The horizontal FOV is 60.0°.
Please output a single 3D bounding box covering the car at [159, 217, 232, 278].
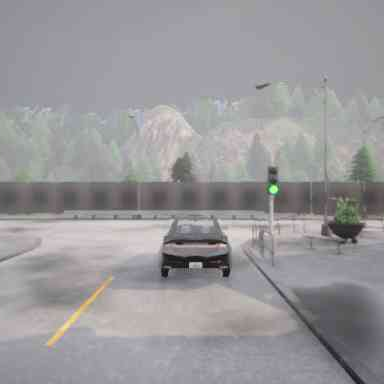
[{"bbox_3d":[0.113,1.495,10.189,2.128,1.511,4.902,0,0,1],"label":"car"}]
